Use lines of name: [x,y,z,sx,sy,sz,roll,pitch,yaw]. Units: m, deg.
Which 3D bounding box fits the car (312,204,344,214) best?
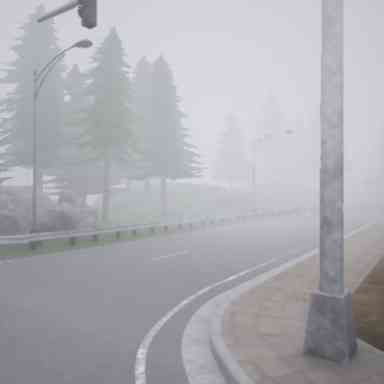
car: [15.334,1.689,37.334,4.674,1.442,1.812,0,0,-41]
